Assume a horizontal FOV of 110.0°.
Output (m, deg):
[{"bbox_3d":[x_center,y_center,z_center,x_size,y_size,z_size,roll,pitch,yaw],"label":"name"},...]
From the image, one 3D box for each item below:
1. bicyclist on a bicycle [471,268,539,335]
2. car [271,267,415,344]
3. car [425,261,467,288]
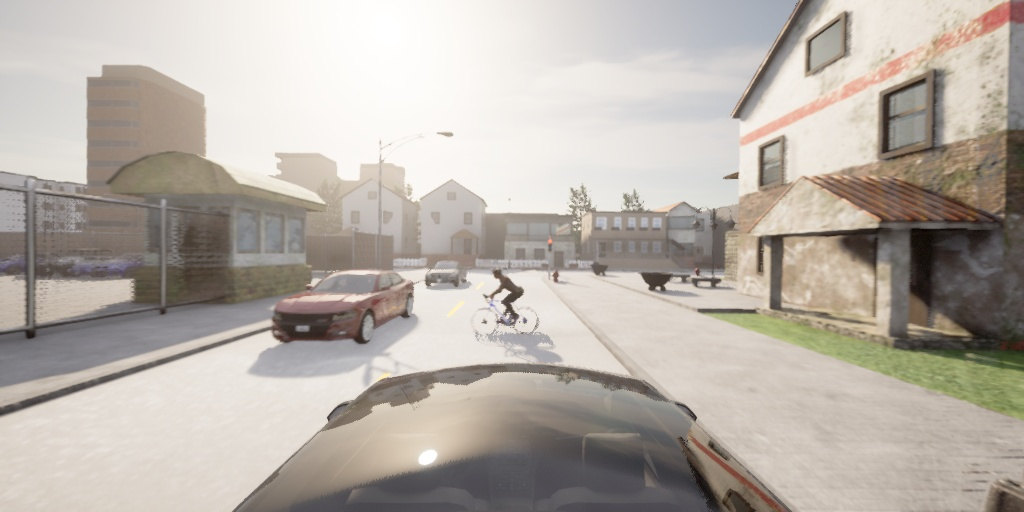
[{"bbox_3d":[-0.186,1.114,8.643,1.656,1.620,0.582,-1,0,2],"label":"bicyclist on a bicycle"},{"bbox_3d":[-4.014,1.099,9.415,1.882,1.535,5.008,1,1,1],"label":"car"},{"bbox_3d":[-3.859,1.015,21.545,1.812,1.442,4.674,1,1,1],"label":"car"}]
